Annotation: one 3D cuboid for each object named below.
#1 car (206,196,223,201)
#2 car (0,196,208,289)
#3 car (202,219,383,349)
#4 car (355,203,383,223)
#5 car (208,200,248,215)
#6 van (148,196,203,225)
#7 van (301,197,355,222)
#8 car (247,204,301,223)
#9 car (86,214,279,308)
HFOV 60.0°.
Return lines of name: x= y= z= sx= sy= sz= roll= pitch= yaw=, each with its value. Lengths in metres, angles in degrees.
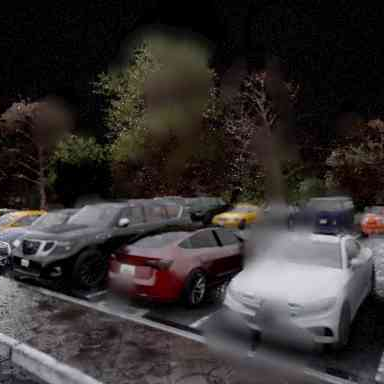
car: x=1.146 y=1.266 z=23.558 sx=2.435 sy=2.045 sz=5.566 roll=-1 pitch=0 yaw=36
car: x=-2.158 y=1.249 z=9.773 sx=2.435 sy=2.045 sz=5.566 roll=0 pitch=0 yaw=36
car: x=2.378 y=1.531 z=6.570 sx=2.002 sy=1.452 sz=4.674 roll=0 pitch=0 yaw=36
car: x=10.124 y=1.365 z=17.069 sx=2.185 sy=1.767 sz=4.553 roll=0 pitch=0 yaw=36
car: x=3.275 y=1.504 z=21.774 sx=1.946 sy=1.575 sz=5.366 roll=0 pitch=0 yaw=36
van: x=-1.155 y=1.314 z=25.312 sx=1.878 sy=1.987 sz=4.442 roll=-1 pitch=0 yaw=36
van: x=7.956 y=1.270 z=18.800 sx=1.878 sy=1.987 sz=4.442 roll=0 pitch=0 yaw=36
car: x=5.631 y=1.501 z=20.311 sx=2.231 sy=1.521 sz=4.892 roll=0 pitch=0 yaw=36
car: x=0.135 y=1.525 z=8.206 sx=2.163 sy=1.488 sz=4.792 roll=0 pitch=0 yaw=36
